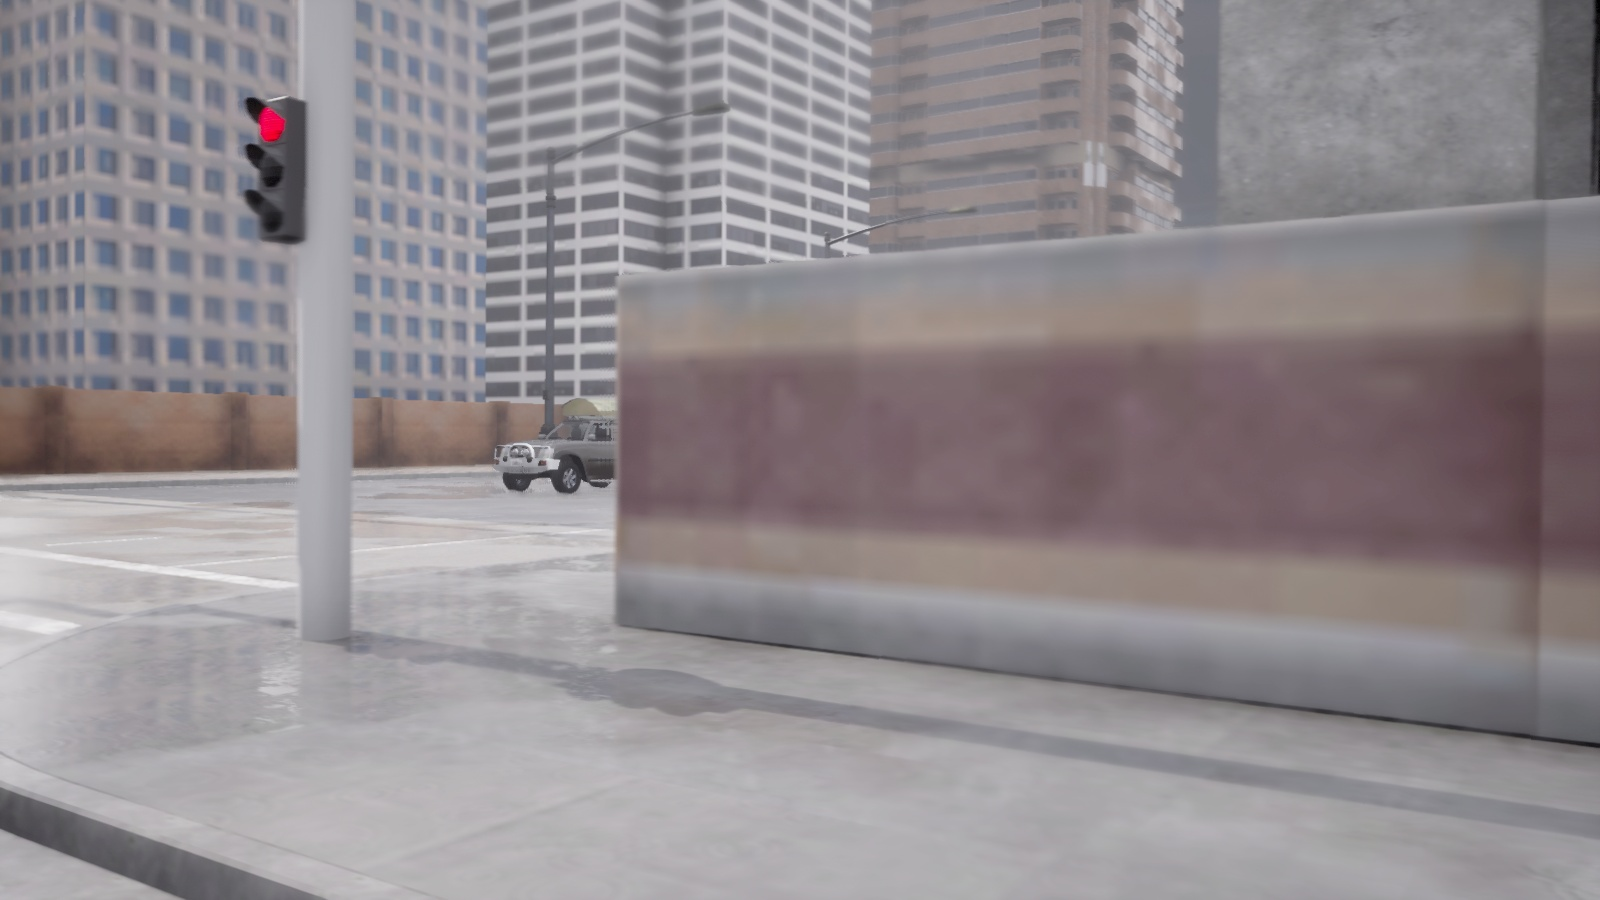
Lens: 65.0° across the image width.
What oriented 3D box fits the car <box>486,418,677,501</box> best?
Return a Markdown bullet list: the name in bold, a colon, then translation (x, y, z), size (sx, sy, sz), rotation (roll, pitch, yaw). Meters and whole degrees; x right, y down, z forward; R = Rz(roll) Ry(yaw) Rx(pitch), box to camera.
- **car**: translation (-5.257, 0.175, 30.786), size (1.932, 1.855, 4.605), rotation (0, 1, 34)
